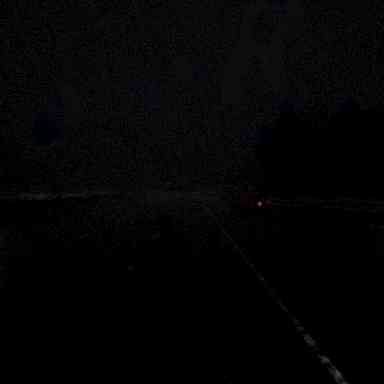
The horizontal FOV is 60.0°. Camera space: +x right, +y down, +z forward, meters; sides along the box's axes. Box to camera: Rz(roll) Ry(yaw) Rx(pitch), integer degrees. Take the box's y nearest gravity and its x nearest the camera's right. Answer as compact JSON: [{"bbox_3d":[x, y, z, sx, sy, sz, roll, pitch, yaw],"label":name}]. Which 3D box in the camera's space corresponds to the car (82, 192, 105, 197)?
[{"bbox_3d":[-17.578,1.130,59.752,1.994,1.385,4.181,0,0,1],"label":"car"}]

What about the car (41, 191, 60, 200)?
[{"bbox_3d":[-24.564,1.071,59.516,1.837,1.490,4.892,0,1,0],"label":"car"}]

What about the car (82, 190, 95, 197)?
[{"bbox_3d":[-28.067,0.404,90.260,2.097,1.767,4.553,0,0,0],"label":"car"}]

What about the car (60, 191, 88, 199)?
[{"bbox_3d":[-21.066,0.787,59.748,2.150,2.045,5.566,0,0,0],"label":"car"}]

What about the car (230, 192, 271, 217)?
[{"bbox_3d":[4.863,1.004,28.418,2.150,2.045,5.566,-1,0,-9],"label":"car"}]

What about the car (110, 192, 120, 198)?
[{"bbox_3d":[-21.068,0.872,90.939,1.812,1.442,4.674,0,0,0],"label":"car"}]

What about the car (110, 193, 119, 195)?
[{"bbox_3d":[-17.556,1.011,75.369,1.994,1.385,4.181,0,0,0],"label":"car"}]

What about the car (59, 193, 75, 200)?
[{"bbox_3d":[-28.056,0.963,74.671,1.837,1.490,4.892,0,0,0],"label":"car"}]

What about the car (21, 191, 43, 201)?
[{"bbox_3d":[-28.054,0.792,59.017,2.150,2.045,5.566,0,1,0],"label":"car"}]
